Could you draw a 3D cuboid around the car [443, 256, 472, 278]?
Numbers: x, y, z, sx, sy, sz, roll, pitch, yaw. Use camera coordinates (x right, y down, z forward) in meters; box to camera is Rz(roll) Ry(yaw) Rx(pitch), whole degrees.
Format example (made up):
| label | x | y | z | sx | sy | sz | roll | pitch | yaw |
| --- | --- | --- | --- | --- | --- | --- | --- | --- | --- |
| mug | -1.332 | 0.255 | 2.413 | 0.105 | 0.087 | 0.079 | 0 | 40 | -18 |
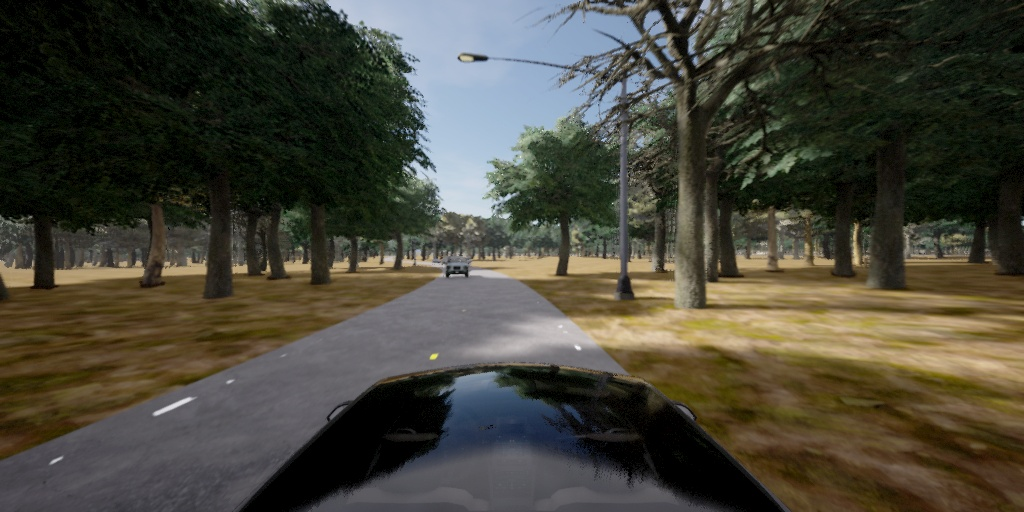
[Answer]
| label | x | y | z | sx | sy | sz | roll | pitch | yaw |
| --- | --- | --- | --- | --- | --- | --- | --- | --- | --- |
| car | -5.328 | 1.064 | 35.159 | 2.150 | 2.045 | 5.566 | 0 | 0 | -8 |
